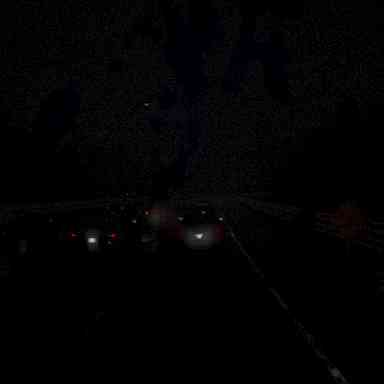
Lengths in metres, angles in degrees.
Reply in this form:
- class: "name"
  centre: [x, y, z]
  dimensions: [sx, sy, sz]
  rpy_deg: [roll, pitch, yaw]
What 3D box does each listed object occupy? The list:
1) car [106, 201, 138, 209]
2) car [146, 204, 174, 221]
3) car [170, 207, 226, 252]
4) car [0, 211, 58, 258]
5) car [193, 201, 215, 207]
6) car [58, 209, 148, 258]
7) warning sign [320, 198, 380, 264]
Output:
- class: "car"
  centre: [-5.982, 1.480, 28.742]
  dimensions: [2.128, 1.511, 4.902]
  rpy_deg: [0, 0, 4]
- class: "car"
  centre: [-2.575, 1.591, 27.163]
  dimensions: [1.895, 1.301, 4.718]
  rpy_deg: [0, 0, 4]
- class: "car"
  centre: [0.363, 1.560, 13.966]
  dimensions: [1.994, 1.385, 4.181]
  rpy_deg: [0, 0, 2]
- class: "car"
  centre: [-6.685, 1.471, 12.880]
  dimensions: [1.882, 1.535, 5.008]
  rpy_deg: [0, 0, 2]
- class: "car"
  centre: [1.075, 1.517, 29.394]
  dimensions: [1.812, 1.442, 4.674]
  rpy_deg: [0, 0, 4]
- class: "car"
  centre: [-3.182, 1.556, 12.853]
  dimensions: [1.994, 1.385, 4.181]
  rpy_deg: [0, 0, 2]
- class: "warning sign"
  centre: [4.699, 1.115, 10.013]
  dimensions: [1.300, 1.860, 1.060]
  rpy_deg: [0, 0, 2]
